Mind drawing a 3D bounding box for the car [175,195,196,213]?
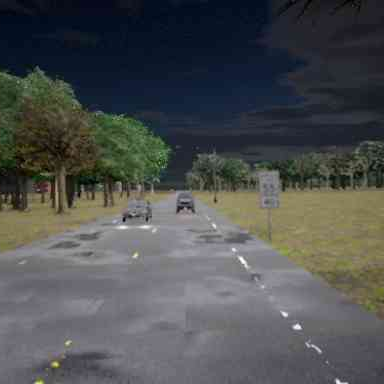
[{"bbox_3d":[-0.657,1.312,34.020,1.837,1.490,4.892,-1,0,-1],"label":"car"}]

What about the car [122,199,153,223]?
[{"bbox_3d":[-4.000,1.298,24.881,1.837,1.490,4.892,-1,0,-1],"label":"car"}]

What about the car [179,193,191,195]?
[{"bbox_3d":[-0.921,1.097,46.511,2.150,2.045,5.566,-1,0,-1],"label":"car"}]
